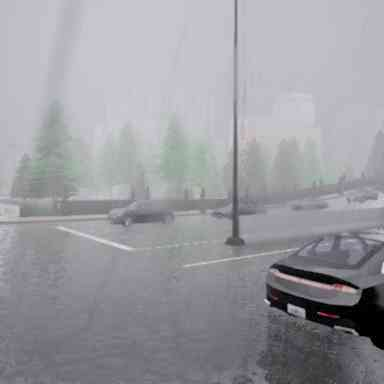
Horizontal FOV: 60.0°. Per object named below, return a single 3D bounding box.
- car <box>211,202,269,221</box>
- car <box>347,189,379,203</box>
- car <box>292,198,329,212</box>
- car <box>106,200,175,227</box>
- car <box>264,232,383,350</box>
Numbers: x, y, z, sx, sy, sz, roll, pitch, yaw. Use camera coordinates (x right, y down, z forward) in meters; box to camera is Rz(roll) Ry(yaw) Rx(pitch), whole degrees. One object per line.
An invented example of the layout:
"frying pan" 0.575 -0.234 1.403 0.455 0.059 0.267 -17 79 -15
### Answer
"car" 4.148 1.575 28.351 5.357 1.411 2.033 -1 1 -35
"car" 20.455 0.410 39.867 4.902 1.511 2.128 -7 4 -35
"car" 12.096 1.263 33.974 4.181 1.385 1.994 -4 2 -35
"car" -3.521 1.387 22.943 4.553 1.767 2.097 0 0 -35
"car" 3.488 1.513 6.234 4.902 1.511 2.128 0 0 -36
